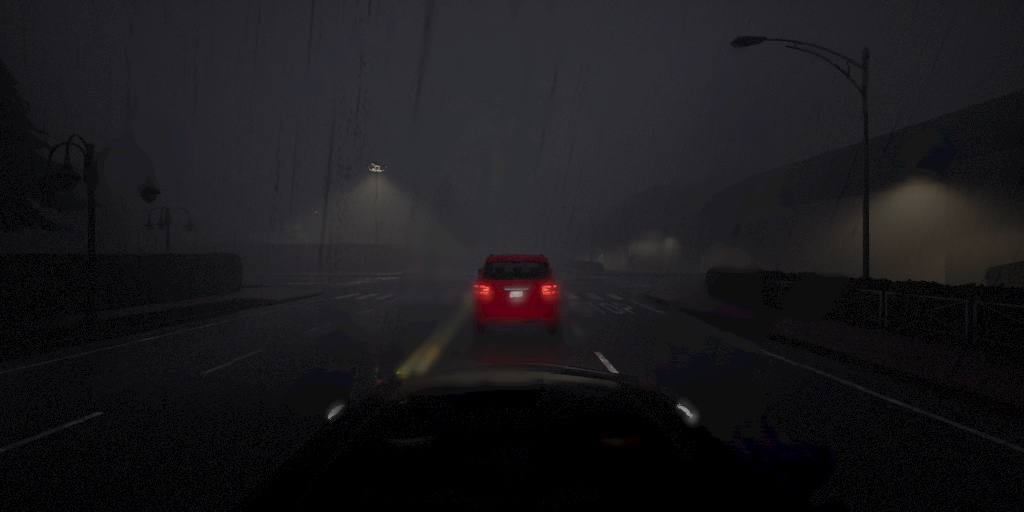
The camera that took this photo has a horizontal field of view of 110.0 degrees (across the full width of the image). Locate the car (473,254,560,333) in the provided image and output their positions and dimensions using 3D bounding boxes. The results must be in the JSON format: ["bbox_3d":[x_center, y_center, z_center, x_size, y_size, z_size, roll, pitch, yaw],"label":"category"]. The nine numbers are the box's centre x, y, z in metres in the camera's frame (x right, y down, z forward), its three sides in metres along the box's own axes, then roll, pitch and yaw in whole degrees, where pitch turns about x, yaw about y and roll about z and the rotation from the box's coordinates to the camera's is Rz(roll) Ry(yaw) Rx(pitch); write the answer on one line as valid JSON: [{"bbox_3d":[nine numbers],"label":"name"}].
[{"bbox_3d":[0.122,0.971,10.828,2.150,2.045,5.566,0,0,0],"label":"car"}]

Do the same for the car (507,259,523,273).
[{"bbox_3d":[0.356,1.228,45.583,1.882,1.535,5.008,0,0,1],"label":"car"}]
